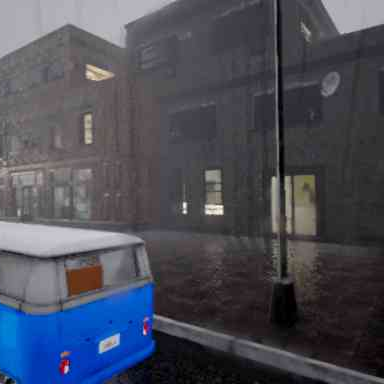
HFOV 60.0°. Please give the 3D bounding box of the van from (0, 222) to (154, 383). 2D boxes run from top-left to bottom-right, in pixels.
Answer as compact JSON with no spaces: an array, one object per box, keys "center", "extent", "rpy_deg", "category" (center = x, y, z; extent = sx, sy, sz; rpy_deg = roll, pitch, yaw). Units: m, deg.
[{"center":[-2.374,1.364,4.583],"extent":[3.998,1.788,1.690],"rpy_deg":[0,-1,35],"category":"van"}]
